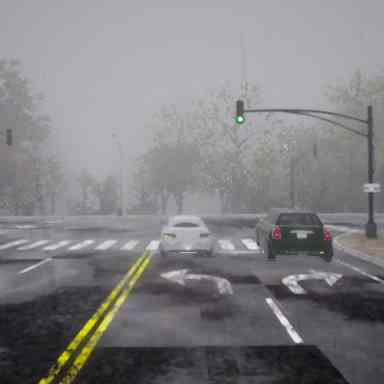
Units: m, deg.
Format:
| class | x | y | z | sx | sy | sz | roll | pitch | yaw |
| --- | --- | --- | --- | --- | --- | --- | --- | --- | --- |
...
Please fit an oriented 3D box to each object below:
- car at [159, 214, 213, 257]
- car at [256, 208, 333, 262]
| class | x | y | z | sx | sy | sz | roll | pitch | yaw |
| --- | --- | --- | --- | --- | --- | --- | --- | --- | --- |
| car | -0.294 | 1.593 | 13.135 | 1.812 | 1.442 | 4.674 | 0 | 0 | -4 |
| car | 3.679 | 1.408 | 12.681 | 2.097 | 1.767 | 4.553 | 1 | 0 | 5 |
